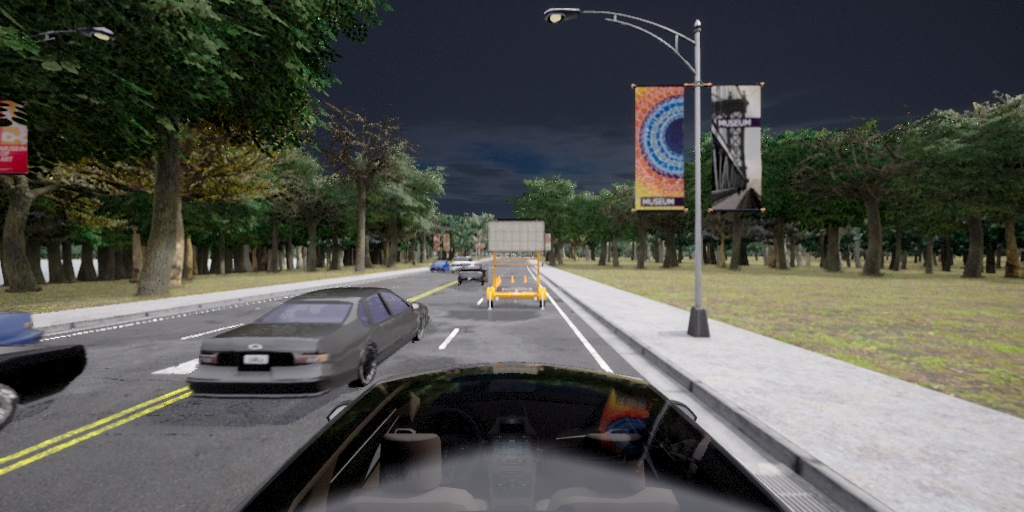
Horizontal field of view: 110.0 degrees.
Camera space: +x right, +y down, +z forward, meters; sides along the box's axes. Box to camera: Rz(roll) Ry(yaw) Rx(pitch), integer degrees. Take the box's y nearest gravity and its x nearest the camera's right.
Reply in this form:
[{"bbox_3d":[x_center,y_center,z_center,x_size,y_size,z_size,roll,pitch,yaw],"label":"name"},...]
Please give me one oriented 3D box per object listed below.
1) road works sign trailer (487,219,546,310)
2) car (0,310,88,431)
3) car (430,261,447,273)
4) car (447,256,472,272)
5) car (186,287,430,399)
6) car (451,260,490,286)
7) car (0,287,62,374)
[{"bbox_3d":[0.187,0.256,14.934,2.380,3.560,2.880,0,0,1],"label":"road works sign trailer"},{"bbox_3d":[-6.589,1.353,2.475,1.895,1.301,4.718,0,0,1],"label":"car"},{"bbox_3d":[-9.079,1.321,45.670,1.882,1.535,5.008,0,0,1],"label":"car"},{"bbox_3d":[-5.885,1.062,43.228,2.150,2.045,5.566,0,0,1],"label":"car"},{"bbox_3d":[-3.080,1.315,6.875,2.033,1.411,5.357,0,0,1],"label":"car"},{"bbox_3d":[-2.766,1.309,26.343,2.128,1.511,4.902,0,0,1],"label":"car"},{"bbox_3d":[-9.816,1.307,4.314,2.033,1.411,5.357,0,0,1],"label":"car"}]
